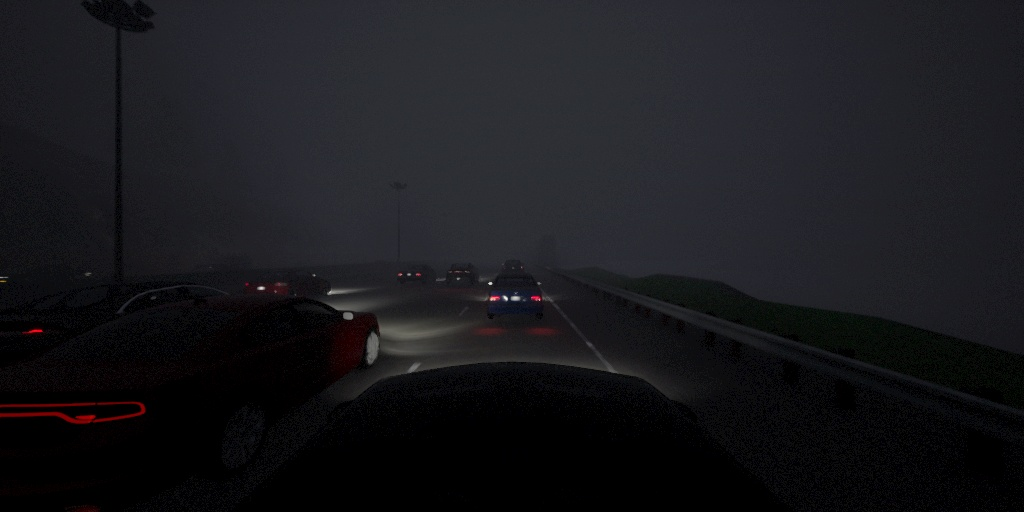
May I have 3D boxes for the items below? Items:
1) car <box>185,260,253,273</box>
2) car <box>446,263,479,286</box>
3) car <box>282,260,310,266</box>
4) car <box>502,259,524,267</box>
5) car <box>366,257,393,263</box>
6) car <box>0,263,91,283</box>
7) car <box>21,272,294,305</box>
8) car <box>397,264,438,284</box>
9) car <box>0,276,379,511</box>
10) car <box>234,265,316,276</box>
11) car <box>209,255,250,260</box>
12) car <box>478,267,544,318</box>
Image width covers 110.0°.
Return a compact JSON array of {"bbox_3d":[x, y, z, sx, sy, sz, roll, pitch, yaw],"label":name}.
[{"bbox_3d":[-24.595,1.292,30.291,2.033,1.411,5.357,0,0,0],"label":"car"},{"bbox_3d":[-3.397,1.236,25.127,2.128,1.511,4.902,0,0,0],"label":"car"},{"bbox_3d":[-31.528,1.265,52.517,1.812,1.442,4.674,0,0,1],"label":"car"},{"bbox_3d":[0.104,1.095,34.154,2.097,1.767,4.553,0,0,0],"label":"car"},{"bbox_3d":[-21.044,1.302,57.238,1.994,1.385,4.181,0,0,1],"label":"car"},{"bbox_3d":[-31.589,1.253,24.000,1.837,1.490,4.892,0,-1,0],"label":"car"},{"bbox_3d":[-6.900,1.241,7.053,2.128,1.511,4.902,0,0,0],"label":"car"},{"bbox_3d":[-6.895,1.292,26.535,2.033,1.411,5.357,0,0,0],"label":"car"},{"bbox_3d":[-3.400,1.227,4.737,1.882,1.535,5.008,0,0,0],"label":"car"},{"bbox_3d":[-10.398,1.311,16.877,1.994,1.385,4.181,0,0,0],"label":"car"},{"bbox_3d":[-28.091,0.965,35.108,2.150,2.045,5.566,0,0,0],"label":"car"},{"bbox_3d":[0.103,1.295,13.029,2.033,1.411,5.357,0,0,0],"label":"car"}]
